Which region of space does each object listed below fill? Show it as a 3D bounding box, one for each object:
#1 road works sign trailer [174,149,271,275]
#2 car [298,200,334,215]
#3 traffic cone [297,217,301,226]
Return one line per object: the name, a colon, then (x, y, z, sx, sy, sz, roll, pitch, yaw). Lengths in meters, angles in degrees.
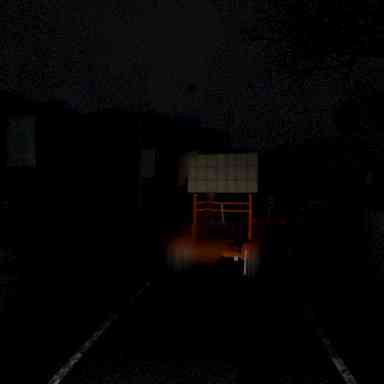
road works sign trailer: (1.007, 0.461, 10.678, 2.380, 3.560, 2.880, 0, 0, 21)
car: (12.896, 1.560, 34.312, 4.674, 1.442, 1.812, 0, 0, -40)
traffic cone: (7.166, 1.984, 22.220, 0.340, 0.580, 0.340, 1, 0, 21)
